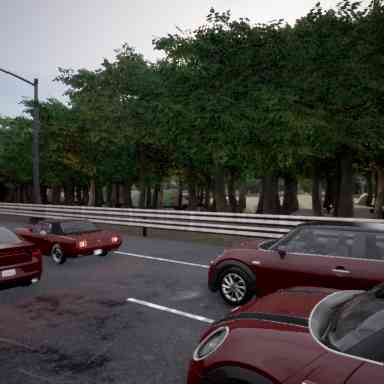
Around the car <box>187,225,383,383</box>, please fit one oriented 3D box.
[{"bbox_3d":[2.154,1.352,2.528,4.553,1.767,2.097,0,0,35],"label":"car"}]

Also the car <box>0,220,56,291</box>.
[{"bbox_3d":[-5.669,1.479,8.175,5.008,1.535,1.882,0,0,37],"label":"car"}]

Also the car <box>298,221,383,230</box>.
[{"bbox_3d":[2.545,1.352,6.532,4.553,1.767,2.097,0,0,35],"label":"car"}]

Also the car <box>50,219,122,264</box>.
[{"bbox_3d":[-4.729,1.602,11.826,4.718,1.301,1.895,0,0,37],"label":"car"}]
